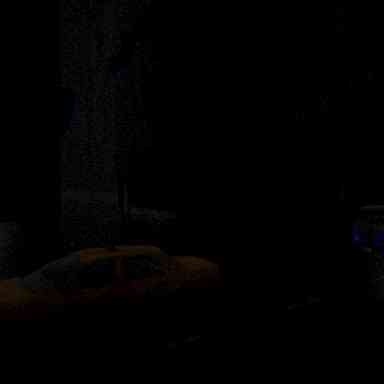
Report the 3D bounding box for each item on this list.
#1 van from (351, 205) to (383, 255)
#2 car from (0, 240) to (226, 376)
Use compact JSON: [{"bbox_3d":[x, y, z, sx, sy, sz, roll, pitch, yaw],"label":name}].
[{"bbox_3d":[7.345,1.339,11.919,3.998,1.788,1.690,0,0,-36],"label":"van"},{"bbox_3d":[-1.634,1.525,5.487,4.829,1.417,1.752,0,0,-36],"label":"car"}]
